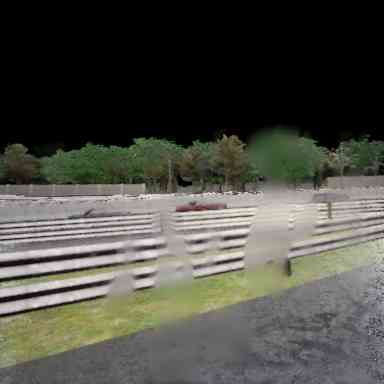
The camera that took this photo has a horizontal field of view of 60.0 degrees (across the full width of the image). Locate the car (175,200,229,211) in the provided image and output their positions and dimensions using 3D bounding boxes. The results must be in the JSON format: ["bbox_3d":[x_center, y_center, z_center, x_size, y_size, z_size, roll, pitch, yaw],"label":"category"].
[{"bbox_3d":[0.940,1.425,30.456,4.718,1.301,1.895,-3,1,-18],"label":"car"}]

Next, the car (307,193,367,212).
[{"bbox_3d":[11.566,0.832,26.498,4.553,1.767,2.097,-3,1,-18],"label":"car"}]

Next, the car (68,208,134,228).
[{"bbox_3d":[-6.555,1.836,24.389,4.718,1.301,1.895,-3,1,-18],"label":"car"}]
